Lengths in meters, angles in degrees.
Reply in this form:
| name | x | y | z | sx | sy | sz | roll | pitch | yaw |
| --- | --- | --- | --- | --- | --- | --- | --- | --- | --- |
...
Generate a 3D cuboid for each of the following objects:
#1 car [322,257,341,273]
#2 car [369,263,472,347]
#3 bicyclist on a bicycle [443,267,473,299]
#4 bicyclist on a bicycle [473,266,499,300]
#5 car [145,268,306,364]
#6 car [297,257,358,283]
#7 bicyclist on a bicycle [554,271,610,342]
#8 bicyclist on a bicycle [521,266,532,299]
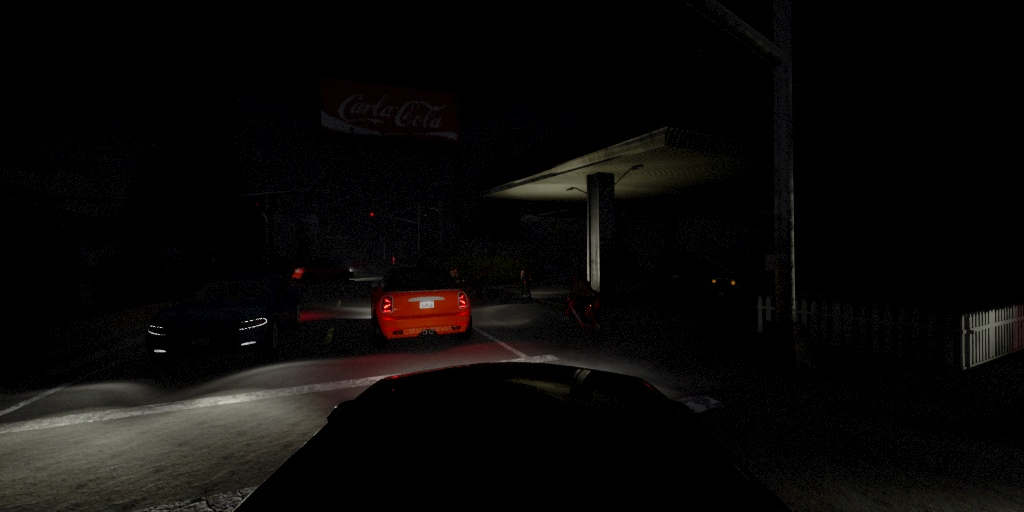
| name | x | y | z | sx | sy | sz | roll | pitch | yaw |
| --- | --- | --- | --- | --- | --- | --- | --- | --- | --- |
| car | -23.929 | 1.146 | 47.732 | 2.150 | 2.045 | 5.566 | 0 | 0 | -25 |
| car | -2.586 | 1.048 | 9.470 | 2.097 | 1.767 | 4.553 | 0 | 0 | -22 |
| bicyclist on a bicycle | -2.701 | 1.304 | 16.397 | 1.656 | 1.620 | 0.582 | 1 | 0 | 37 |
| bicyclist on a bicycle | -1.400 | 1.331 | 17.785 | 1.656 | 1.620 | 0.582 | 0 | 0 | -21 |
| car | -6.294 | 1.204 | 8.383 | 1.882 | 1.535 | 5.008 | 0 | 0 | -24 |
| car | -16.269 | 1.281 | 31.045 | 2.097 | 1.767 | 4.553 | 0 | 1 | 40 |
| bicyclist on a bicycle | 1.666 | 1.196 | 8.705 | 0.582 | 1.620 | 1.656 | 3 | -2 | -43 |
| bicyclist on a bicycle | 0.708 | 1.322 | 17.910 | 0.582 | 1.620 | 1.656 | -1 | 0 | 16 |
